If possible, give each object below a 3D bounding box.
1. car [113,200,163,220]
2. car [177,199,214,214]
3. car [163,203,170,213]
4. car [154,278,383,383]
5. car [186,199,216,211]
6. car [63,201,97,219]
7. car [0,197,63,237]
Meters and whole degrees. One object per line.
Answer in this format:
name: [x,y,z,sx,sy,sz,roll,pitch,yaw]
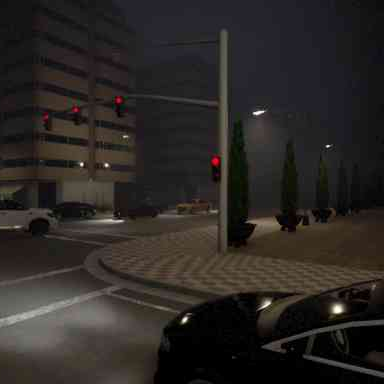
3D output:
car: [-4.837,1.619,29.058,1.994,1.385,4.181,0,0,35]
car: [0.311,1.533,36.346,1.882,1.535,5.008,0,0,35]
car: [-4.593,1.603,35.470,2.033,1.411,5.357,0,0,35]
car: [1.853,1.492,2.652,4.902,1.511,2.128,0,0,36]
car: [1.200,1.619,43.659,1.994,1.385,4.181,0,0,35]
car: [-10.212,1.560,27.513,1.837,1.490,4.892,0,0,35]
car: [-9.772,1.240,16.613,5.566,2.045,2.150,1,0,-41]
